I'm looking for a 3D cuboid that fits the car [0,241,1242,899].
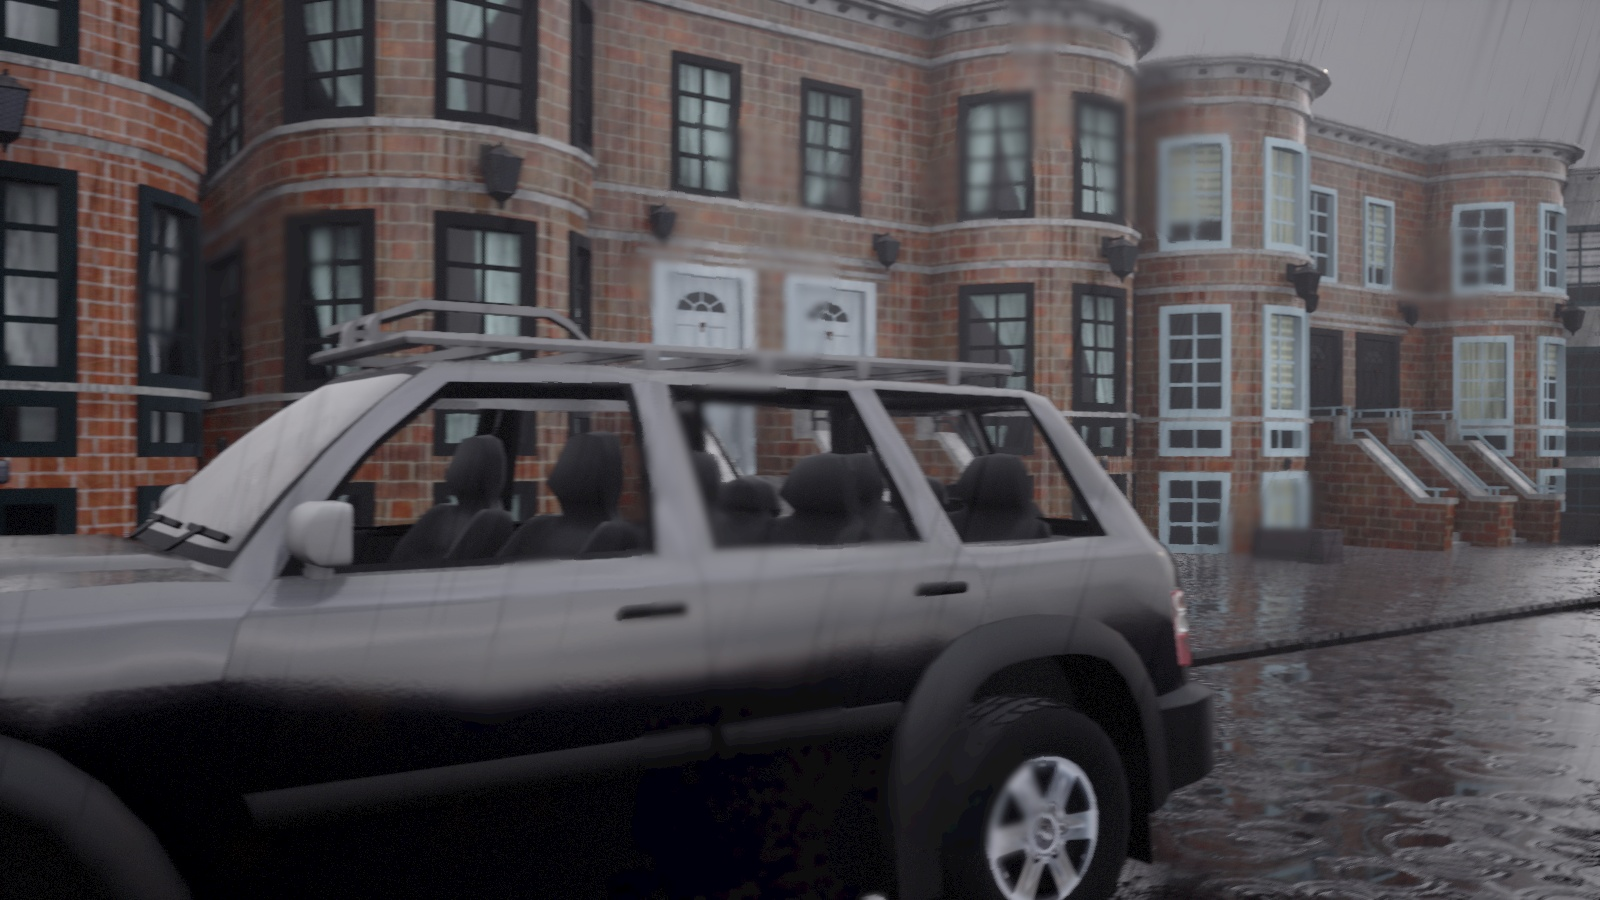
[{"bbox_3d":[-1.002,0.572,3.572,4.605,1.855,1.932,0,0,-35],"label":"car"}]
